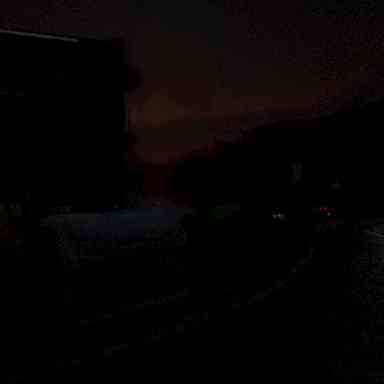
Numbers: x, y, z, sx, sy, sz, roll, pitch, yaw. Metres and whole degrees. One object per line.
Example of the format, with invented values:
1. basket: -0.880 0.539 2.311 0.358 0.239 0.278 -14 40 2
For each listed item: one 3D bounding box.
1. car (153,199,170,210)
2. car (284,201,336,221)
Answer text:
1. car: -5.347 2.135 58.536 2.097 1.767 4.553 -1 1 -19
2. car: 9.232 1.484 26.526 2.128 1.511 4.902 -1 -1 -17
